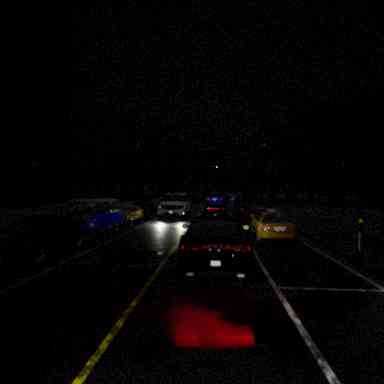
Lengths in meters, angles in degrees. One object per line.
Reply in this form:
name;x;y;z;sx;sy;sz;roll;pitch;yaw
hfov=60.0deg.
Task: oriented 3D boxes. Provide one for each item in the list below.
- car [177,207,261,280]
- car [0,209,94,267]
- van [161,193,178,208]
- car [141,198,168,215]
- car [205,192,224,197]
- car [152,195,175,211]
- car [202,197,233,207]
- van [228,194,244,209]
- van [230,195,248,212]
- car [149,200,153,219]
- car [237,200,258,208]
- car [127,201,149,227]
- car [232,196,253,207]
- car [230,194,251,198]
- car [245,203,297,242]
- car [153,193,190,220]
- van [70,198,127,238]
car;0.702;1.436;9.933;1.882;1.535;5.008;1;0;4
car;-5.097;1.450;11.046;1.947;1.339;4.313;1;0;4
van;-2.856;1.099;43.593;1.690;1.788;3.998;1;0;4
car;-3.616;1.325;32.575;1.752;1.417;4.829;1;0;4
car;2.762;1.054;41.000;2.150;2.045;5.566;1;0;3
car;-3.230;1.219;38.169;1.967;1.590;4.097;1;0;4
car;1.822;1.385;26.186;2.128;1.511;4.902;1;0;4
van;5.648;1.202;43.008;1.690;1.788;3.998;1;0;4
van;5.275;1.222;37.584;1.690;1.788;3.998;1;0;4
car;-3.978;1.386;27.320;1.947;1.339;4.313;1;0;4
car;4.154;1.489;21.311;1.887;1.381;4.507;1;0;4
car;-4.362;1.367;21.726;1.752;1.417;4.829;1;0;4
car;4.528;1.363;26.734;1.967;1.590;4.097;1;0;4
car;4.902;1.217;32.159;2.192;1.841;5.009;1;0;4
car;3.792;1.490;16.055;1.752;1.417;4.829;1;0;4
car;-1.339;1.075;26.725;2.150;2.045;5.566;1;0;4
van;-4.722;1.204;16.470;1.690;1.788;3.998;1;0;4
